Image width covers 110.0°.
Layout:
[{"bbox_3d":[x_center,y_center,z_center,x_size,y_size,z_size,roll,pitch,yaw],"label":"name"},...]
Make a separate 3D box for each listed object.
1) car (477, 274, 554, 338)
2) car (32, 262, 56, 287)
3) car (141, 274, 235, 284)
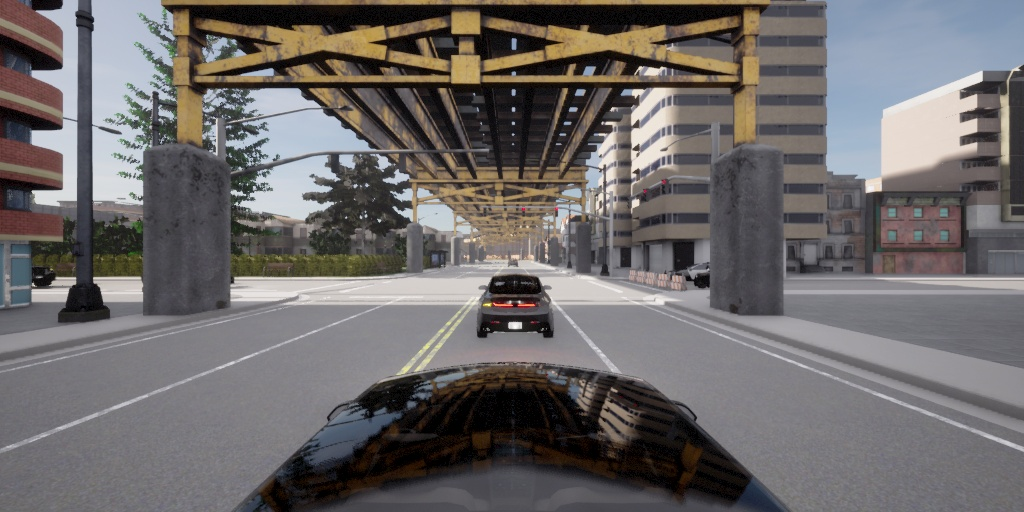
[{"bbox_3d":[0.087,1.255,10.172,1.837,1.490,4.892,0,0,0],"label":"car"},{"bbox_3d":[-32.189,0.974,22.361,5.566,2.045,2.150,0,0,1],"label":"car"},{"bbox_3d":[-20.035,1.255,22.285,4.892,1.490,1.837,0,0,0],"label":"car"}]
